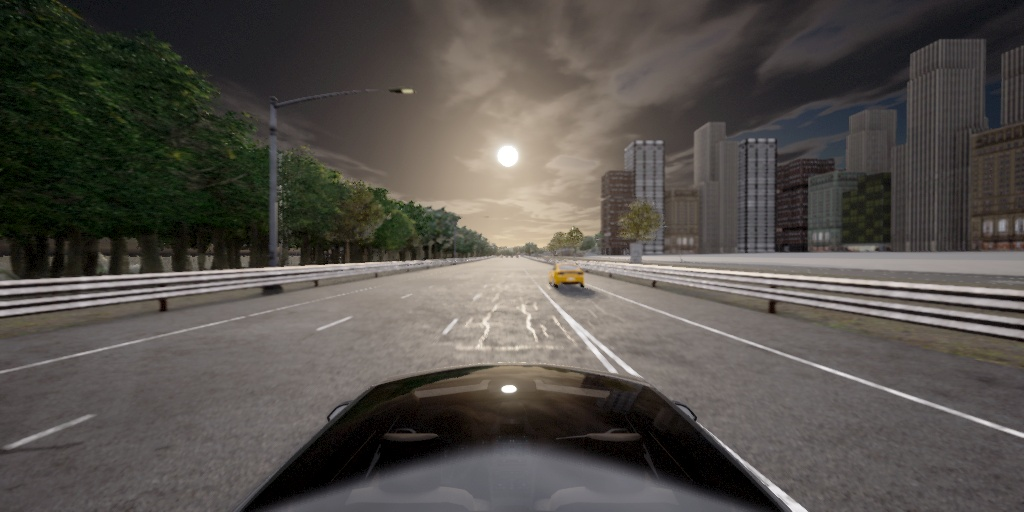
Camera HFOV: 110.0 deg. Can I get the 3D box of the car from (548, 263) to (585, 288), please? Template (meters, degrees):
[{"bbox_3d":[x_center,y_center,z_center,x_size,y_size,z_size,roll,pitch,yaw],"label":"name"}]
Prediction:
[{"bbox_3d":[3.526,1.234,23.938,1.882,1.535,5.008,0,0,0],"label":"car"}]
